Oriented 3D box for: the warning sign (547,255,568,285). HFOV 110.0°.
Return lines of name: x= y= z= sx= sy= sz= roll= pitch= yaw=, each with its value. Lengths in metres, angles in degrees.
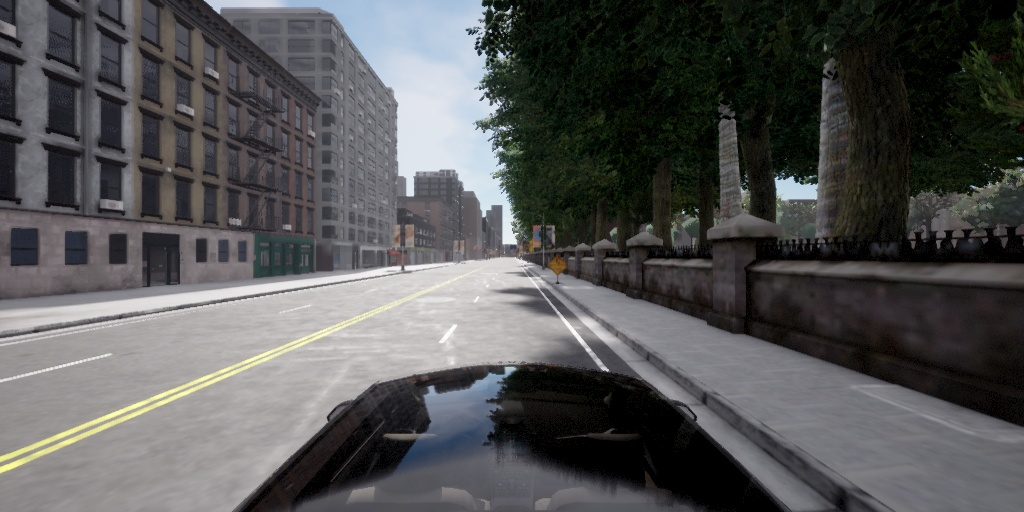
warning sign: x=2.850 y=0.863 z=22.335 sx=1.300 sy=1.860 sz=1.060 roll=0 pitch=0 yaw=0
